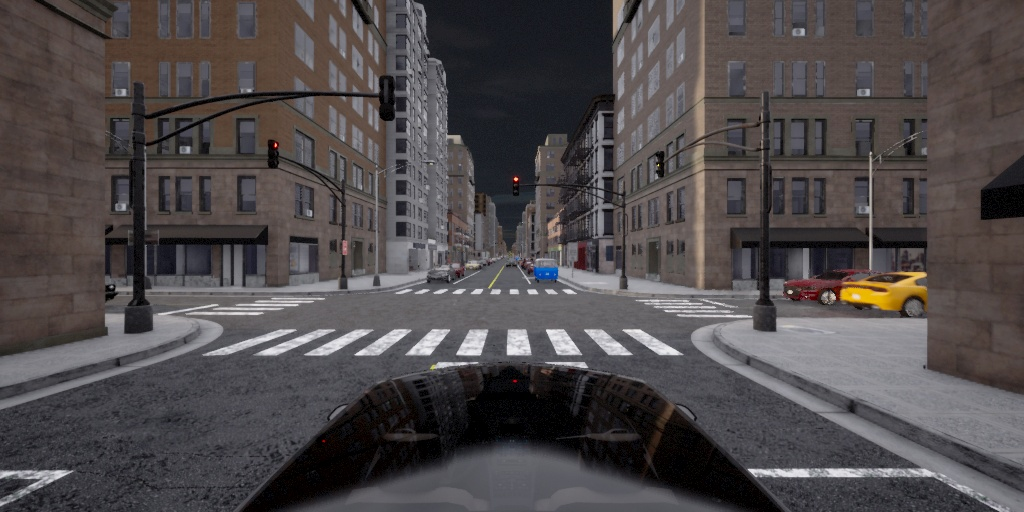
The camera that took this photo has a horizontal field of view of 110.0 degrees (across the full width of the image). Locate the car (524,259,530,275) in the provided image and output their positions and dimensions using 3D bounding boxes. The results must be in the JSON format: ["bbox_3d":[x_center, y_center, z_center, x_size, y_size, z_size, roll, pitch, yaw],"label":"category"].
[{"bbox_3d":[2.544,1.330,39.304,1.802,1.307,4.207,0,0,0],"label":"car"}]

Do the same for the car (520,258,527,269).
[{"bbox_3d":[2.516,1.326,50.667,1.802,1.307,4.207,0,0,0],"label":"car"}]

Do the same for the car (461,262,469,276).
[{"bbox_3d":[-5.466,1.293,33.595,1.888,1.381,4.507,0,0,0],"label":"car"}]

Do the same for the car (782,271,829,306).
[{"bbox_3d":[14.781,1.326,15.813,5.008,1.535,1.882,0,0,1],"label":"car"}]

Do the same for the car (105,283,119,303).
[{"bbox_3d":[-17.231,1.254,12.735,4.718,1.301,1.895,0,0,-2],"label":"car"}]

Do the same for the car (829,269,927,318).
[{"bbox_3d":[14.809,1.327,12.862,5.008,1.535,1.882,0,0,0],"label":"car"}]

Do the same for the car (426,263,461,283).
[{"bbox_3d":[-5.453,1.299,27.913,2.007,1.370,4.403,0,0,0],"label":"car"}]

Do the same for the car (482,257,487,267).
[{"bbox_3d":[-5.522,1.306,56.323,1.948,1.339,4.313,0,0,0],"label":"car"}]

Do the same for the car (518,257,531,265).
[{"bbox_3d":[2.503,1.055,56.349,2.192,1.841,5.009,0,0,0],"label":"car"}]

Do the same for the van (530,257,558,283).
[{"bbox_3d":[2.572,1.089,27.942,1.690,1.789,3.998,0,0,0],"label":"van"}]

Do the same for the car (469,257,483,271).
[{"bbox_3d":[-5.508,1.269,50.471,1.751,1.417,4.829,0,0,0],"label":"car"}]

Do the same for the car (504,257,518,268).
[{"bbox_3d":[-0.050,1.337,61.551,1.895,1.301,4.718,0,0,0],"label":"car"}]
